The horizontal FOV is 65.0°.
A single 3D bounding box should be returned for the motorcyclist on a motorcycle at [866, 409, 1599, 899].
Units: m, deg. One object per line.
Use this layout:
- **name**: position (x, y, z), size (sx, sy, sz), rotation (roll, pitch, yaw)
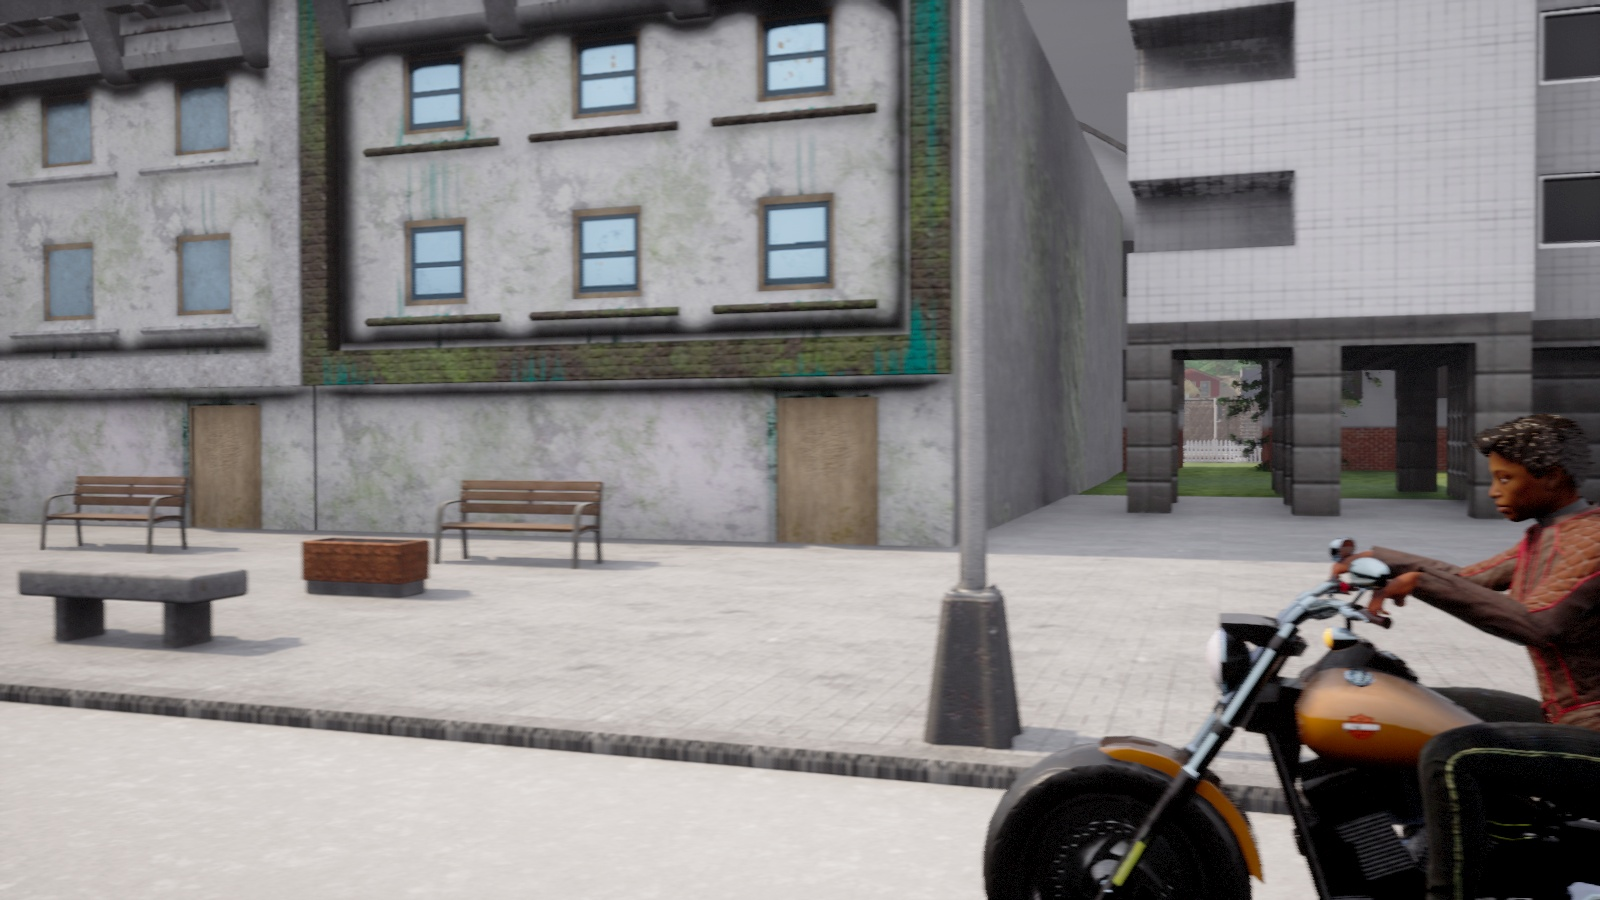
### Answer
- **motorcyclist on a motorcycle**: position (1.410, 0.730, 3.245), size (2.350, 1.649, 0.766), rotation (0, 1, 19)
